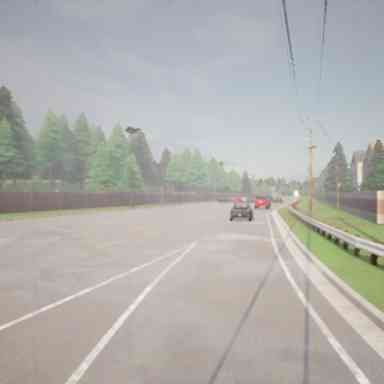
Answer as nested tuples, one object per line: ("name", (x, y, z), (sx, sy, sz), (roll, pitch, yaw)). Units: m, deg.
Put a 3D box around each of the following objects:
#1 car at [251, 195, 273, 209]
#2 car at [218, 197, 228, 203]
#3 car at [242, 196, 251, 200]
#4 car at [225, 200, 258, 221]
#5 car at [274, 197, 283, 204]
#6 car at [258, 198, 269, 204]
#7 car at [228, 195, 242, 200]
("car", (11.306, 1.660, 53.167), (2.150, 2.045, 5.566), (0, 0, 19))
("car", (8.286, 2.156, 88.034), (1.882, 1.535, 5.008), (0, 0, 19))
("car", (14.911, 2.212, 85.774), (2.128, 1.511, 4.902), (0, 0, 19))
("car", (4.526, 1.732, 29.927), (2.128, 1.511, 4.902), (0, 0, 12))
("car", (22.603, 2.084, 86.642), (2.097, 1.767, 4.553), (0, 0, 19))
("car", (18.224, 2.216, 84.645), (2.128, 1.511, 4.902), (0, 0, 19))
("car", (11.610, 1.908, 86.935), (2.150, 2.045, 5.566), (0, 0, 19))
